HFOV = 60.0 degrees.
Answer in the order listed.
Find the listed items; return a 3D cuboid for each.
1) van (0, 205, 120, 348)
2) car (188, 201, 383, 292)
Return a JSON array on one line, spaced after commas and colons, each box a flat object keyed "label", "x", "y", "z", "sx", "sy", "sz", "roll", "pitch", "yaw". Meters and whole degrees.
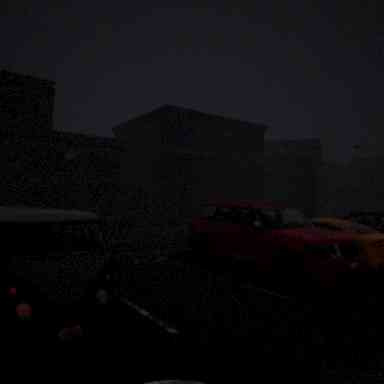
[{"label": "van", "x": -2.878, "y": 1.268, "z": 6.188, "sx": 1.878, "sy": 1.987, "sz": 4.442, "roll": 1, "pitch": -1, "yaw": -35}, {"label": "car", "x": 2.109, "y": 1.333, "z": 9.860, "sx": 2.435, "sy": 2.045, "sz": 5.566, "roll": 1, "pitch": -1, "yaw": -36}]
